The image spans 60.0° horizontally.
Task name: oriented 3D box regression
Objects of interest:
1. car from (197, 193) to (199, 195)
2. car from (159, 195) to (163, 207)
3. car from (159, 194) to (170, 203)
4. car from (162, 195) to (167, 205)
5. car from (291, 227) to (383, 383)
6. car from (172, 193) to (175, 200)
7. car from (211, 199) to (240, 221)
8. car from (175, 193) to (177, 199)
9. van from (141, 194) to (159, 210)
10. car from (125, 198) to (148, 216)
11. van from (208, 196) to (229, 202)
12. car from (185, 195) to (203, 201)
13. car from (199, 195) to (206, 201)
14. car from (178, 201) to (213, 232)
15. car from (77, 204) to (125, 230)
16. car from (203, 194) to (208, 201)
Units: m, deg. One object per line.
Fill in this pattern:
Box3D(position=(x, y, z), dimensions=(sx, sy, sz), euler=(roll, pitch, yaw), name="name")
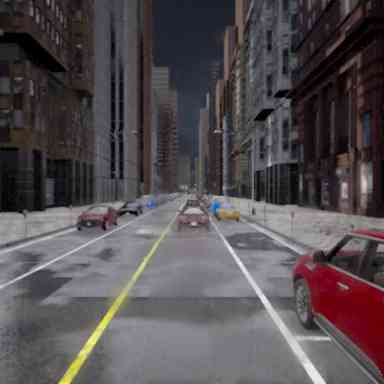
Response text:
Box3D(position=(2.779, 1.300, 77.175), dimensions=(2.192, 1.841, 5.009), euler=(0, 0, 0), name="car")
Box3D(position=(-5.752, 1.554, 48.984), dimensions=(1.947, 1.339, 4.313), euler=(0, 0, 0), name="car")
Box3D(position=(-5.750, 1.302, 60.257), dimensions=(2.192, 1.841, 5.009), euler=(0, 0, 0), name="car")
Box3D(position=(-5.751, 1.553, 54.620), dimensions=(1.947, 1.339, 4.313), euler=(0, 0, 0), name="car")
Box3D(position=(2.761, 1.312, 3.902), dimensions=(2.192, 1.841, 5.009), euler=(0, 0, 0), name="car")
Box3D(position=(-5.745, 1.427, 77.168), dimensions=(1.967, 1.590, 4.097), euler=(0, 0, 0), name="car")
Box3D(position=(2.767, 1.514, 26.618), dimensions=(1.752, 1.417, 4.829), euler=(0, 0, 0), name="car")
Box3D(position=(-5.742, 1.426, 88.441), dimensions=(1.967, 1.590, 4.097), euler=(0, 0, 0), name="car")
Box3D(position=(-5.754, 1.329, 43.347), dimensions=(1.690, 1.788, 3.998), euler=(0, 0, 0), name="van")
Box3D(position=(-5.757, 1.555, 32.073), dimensions=(1.947, 1.339, 4.313), euler=(0, 0, 0), name="car")
Box3D(position=(2.768, 1.329, 32.083), dimensions=(1.690, 1.788, 3.998), euler=(0, 0, 0), name="van")
Box3D(position=(0.112, 1.491, 45.000), dimensions=(1.837, 1.490, 4.892), euler=(0, 0, 0), name="car")
Box3D(position=(2.783, 1.551, 88.447), dimensions=(1.947, 1.339, 4.313), euler=(0, 0, 0), name="car")
Box3D(position=(0.105, 1.515, 20.091), dimensions=(1.812, 1.442, 4.674), euler=(0, 0, 0), name="car")
Box3D(position=(-5.759, 1.535, 20.800), dimensions=(1.887, 1.381, 4.507), euler=(0, 0, 0), name="car")
Box3D(position=(2.771, 1.427, 43.357), dimensions=(1.967, 1.590, 4.097), euler=(0, 0, 0), name="car")
